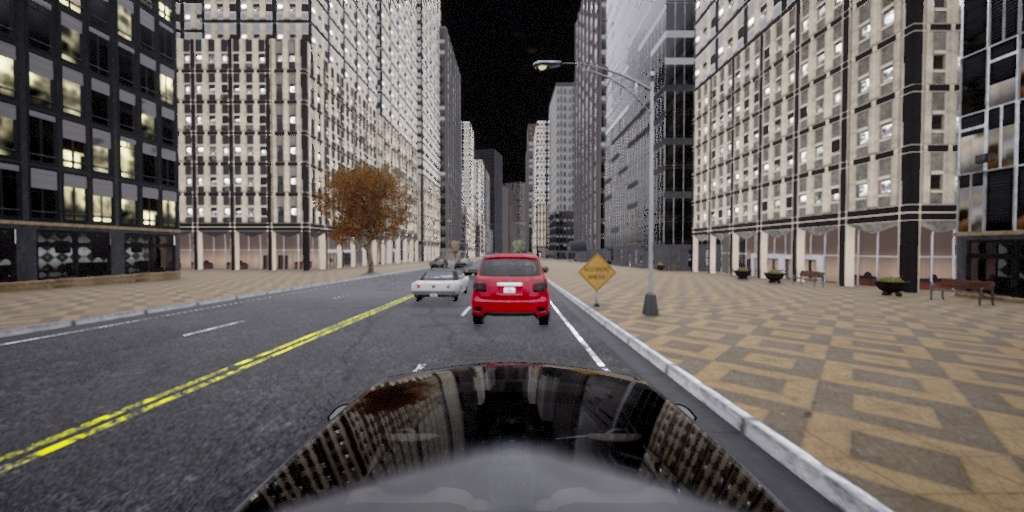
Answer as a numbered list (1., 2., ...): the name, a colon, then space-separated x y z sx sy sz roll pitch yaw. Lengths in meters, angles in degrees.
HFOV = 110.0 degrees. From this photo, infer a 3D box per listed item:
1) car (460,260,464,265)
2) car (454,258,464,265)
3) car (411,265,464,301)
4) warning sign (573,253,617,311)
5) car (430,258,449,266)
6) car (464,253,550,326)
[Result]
1. car: -3.193 1.241 32.105 1.895 1.301 4.718 0 0 0
2. car: -6.626 1.058 48.796 1.882 1.535 5.008 0 0 0
3. car: -3.181 1.296 16.857 1.895 1.301 4.718 0 0 0
4. warning sign: 2.841 0.827 12.095 1.300 1.860 1.060 0 0 0
5. car: -9.876 1.086 49.088 1.837 1.490 4.892 0 0 0
6. car: 0.032 0.937 11.735 2.150 2.045 5.566 0 0 2
